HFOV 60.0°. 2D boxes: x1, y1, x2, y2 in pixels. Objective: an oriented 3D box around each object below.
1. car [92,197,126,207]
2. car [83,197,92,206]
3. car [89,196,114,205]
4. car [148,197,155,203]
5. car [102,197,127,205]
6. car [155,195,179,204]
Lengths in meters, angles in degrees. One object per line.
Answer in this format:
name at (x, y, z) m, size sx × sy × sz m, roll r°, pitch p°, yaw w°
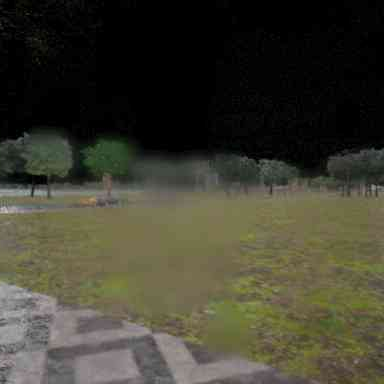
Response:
car at (-13.317, 1.628, 54.189) m, size 1.837 × 1.490 × 4.892 m, roll 0°, pitch 0°, yaw 36°
car at (-15.944, 1.588, 56.102) m, size 1.882 × 1.535 × 5.008 m, roll 0°, pitch 0°, yaw 36°
car at (-17.597, 1.621, 64.935) m, size 1.812 × 1.442 × 4.674 m, roll 0°, pitch 0°, yaw 36°
car at (-6.695, 1.551, 68.927) m, size 2.033 × 1.411 × 5.357 m, roll 0°, pitch 0°, yaw 36°
car at (-14.705, 1.637, 63.405) m, size 1.812 × 1.442 × 4.674 m, roll 0°, pitch 0°, yaw 36°
car at (-4.561, 1.471, 66.328) m, size 2.097 × 1.767 × 4.553 m, roll 0°, pitch 0°, yaw 36°
